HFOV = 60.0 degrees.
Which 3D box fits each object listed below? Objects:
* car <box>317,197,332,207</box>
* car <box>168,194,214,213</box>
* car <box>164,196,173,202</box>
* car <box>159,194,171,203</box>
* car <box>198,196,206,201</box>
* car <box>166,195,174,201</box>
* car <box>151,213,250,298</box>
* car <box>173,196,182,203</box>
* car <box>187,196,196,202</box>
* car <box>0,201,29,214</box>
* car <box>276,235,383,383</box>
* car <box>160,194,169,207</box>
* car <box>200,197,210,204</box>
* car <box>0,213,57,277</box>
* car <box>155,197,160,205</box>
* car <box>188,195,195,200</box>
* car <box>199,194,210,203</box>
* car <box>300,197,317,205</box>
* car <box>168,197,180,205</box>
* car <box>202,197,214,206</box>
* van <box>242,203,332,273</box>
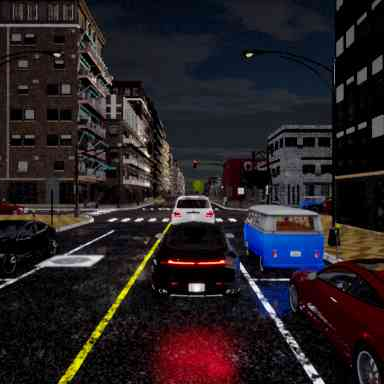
[{"bbox_3d":[14.862,1.359,31.244,5.009,1.841,2.192,0,0,0],"label":"car"},{"bbox_3d":[0.054,1.225,18.512,2.150,2.045,5.566,0,0,0],"label":"car"},{"bbox_3d":[-5.848,1.632,82.795,2.008,1.369,4.403,0,0,0],"label":"car"},{"bbox_3d":[-5.825,1.376,71.717,2.192,1.841,5.009,0,0,0],"label":"car"},{"bbox_3d":[2.523,1.643,88.351,2.008,1.369,4.403,0,0,0],"label":"car"},{"bbox_3d":[-5.858,1.617,88.164,1.752,1.417,4.829,0,0,0],"label":"car"},{"bbox_3d":[0.081,1.506,8.511,1.837,1.490,4.892,0,0,0],"label":"car"},{"bbox_3d":[-3.145,1.589,74.415,1.812,1.442,4.674,0,0,0],"label":"car"},{"bbox_3d":[-0.157,1.618,81.499,2.033,1.411,5.357,0,0,0],"label":"car"},{"bbox_3d":[-17.526,1.535,31.101,4.206,1.307,1.802,0,0,0],"label":"car"},{"bbox_3d":[2.651,1.582,4.640,1.802,1.307,4.206,0,0,0],"label":"car"},{"bbox_3d":[-3.196,1.383,50.185,2.097,1.767,4.553,0,0,0],"label":"car"},{"bbox_3d":[2.565,1.634,66.194,1.802,1.307,4.206,0,0,0],"label":"car"},{"bbox_3d":[-5.707,1.567,10.338,1.947,1.339,4.313,0,0,0],"label":"car"},{"bbox_3d":[-5.804,1.569,60.468,1.752,1.417,4.829,0,0,0],"label":"car"},{"bbox_3d":[-0.176,1.584,91.949,1.895,1.301,4.718,0,0,0],"label":"car"},{"bbox_3d":[2.556,1.376,71.734,2.192,1.841,5.009,0,0,0],"label":"car"},{"bbox_3d":[15.075,1.620,36.997,5.357,1.411,2.033,0,0,2],"label":"car"},{"bbox_3d":[-3.185,1.645,60.944,1.895,1.301,4.718,0,0,0],"label":"car"},{"bbox_3d":[2.587,1.562,55.286,1.752,1.417,4.829,0,0,0],"label":"car"},{"bbox_3d":[2.641,1.343,10.329,1.690,1.788,3.998,0,0,0],"label":"van"}]
